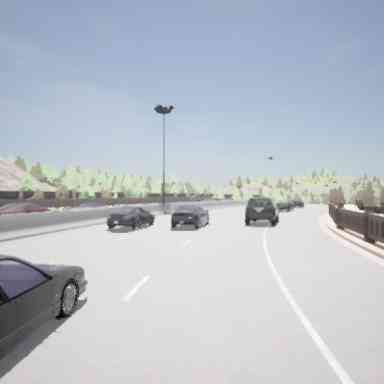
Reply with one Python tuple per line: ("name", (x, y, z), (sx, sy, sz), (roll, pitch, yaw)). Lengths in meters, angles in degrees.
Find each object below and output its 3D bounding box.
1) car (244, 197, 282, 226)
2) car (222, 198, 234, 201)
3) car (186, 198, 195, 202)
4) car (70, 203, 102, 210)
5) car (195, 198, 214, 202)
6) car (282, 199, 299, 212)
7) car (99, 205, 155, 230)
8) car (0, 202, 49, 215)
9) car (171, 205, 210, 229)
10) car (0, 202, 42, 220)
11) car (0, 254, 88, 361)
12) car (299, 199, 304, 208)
("car", (5.414, 1.410, 25.471), (2.150, 2.045, 5.566), (0, 0, 18))
("car", (7.240, 1.935, 66.476), (2.128, 1.511, 4.902), (0, 0, 26))
("car", (0.380, 1.943, 68.325), (1.837, 1.490, 4.892), (0, 0, 25))
("car", (-9.189, 1.681, 29.618), (1.812, 1.442, 4.674), (0, 0, 18))
("car", (2.928, 1.957, 65.557), (1.812, 1.442, 4.674), (0, 0, 26))
("car", (12.648, 1.834, 45.168), (2.128, 1.511, 4.902), (0, 0, 26))
("car", (-3.929, 1.652, 21.877), (1.812, 1.442, 4.674), (0, 0, 14))
("car", (-13.617, 1.646, 26.984), (1.812, 1.442, 4.674), (0, 0, 16))
("car", (-0.032, 1.653, 22.955), (1.837, 1.490, 4.892), (0, 0, 15))
("car", (-16.216, 1.659, 30.559), (1.812, 1.442, 4.674), (0, 0, 18))
("car", (-3.199, 1.564, 4.426), (2.033, 1.411, 5.357), (0, 0, 4))
("car", (18.017, 1.917, 56.969), (1.882, 1.535, 5.008), (0, 0, 25))
